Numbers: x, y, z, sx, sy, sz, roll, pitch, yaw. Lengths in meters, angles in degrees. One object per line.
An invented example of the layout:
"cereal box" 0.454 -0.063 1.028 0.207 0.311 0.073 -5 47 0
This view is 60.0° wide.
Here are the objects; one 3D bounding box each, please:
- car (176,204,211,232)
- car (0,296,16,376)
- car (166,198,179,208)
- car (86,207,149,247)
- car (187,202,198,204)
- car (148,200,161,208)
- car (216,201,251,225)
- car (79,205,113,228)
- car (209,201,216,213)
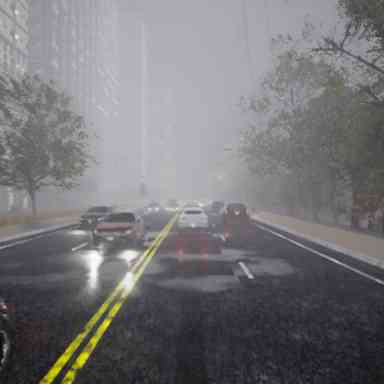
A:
"car" 0.069 1.716 21.540 1.812 1.442 4.674 0 0 0
"car" -3.331 1.590 2.626 1.994 1.385 4.181 0 -1 2
"car" -3.367 1.889 58.826 2.097 1.767 4.553 0 -1 0
"car" -3.359 1.670 16.094 1.812 1.442 4.674 0 0 1
"car" 0.037 1.991 43.398 1.895 1.301 4.718 0 -1 0
"car" -6.618 2.103 58.748 1.994 1.385 4.181 0 -1 0
"car" 3.278 1.581 26.119 2.097 1.767 4.553 0 -1 0
"car" -6.571 1.721 23.882 1.837 1.490 4.892 0 -1 0
"car" 3.264 1.893 43.131 1.837 1.490 4.892 0 0 0
